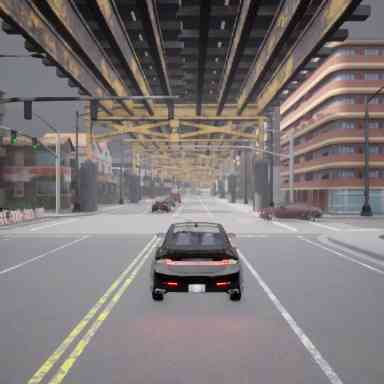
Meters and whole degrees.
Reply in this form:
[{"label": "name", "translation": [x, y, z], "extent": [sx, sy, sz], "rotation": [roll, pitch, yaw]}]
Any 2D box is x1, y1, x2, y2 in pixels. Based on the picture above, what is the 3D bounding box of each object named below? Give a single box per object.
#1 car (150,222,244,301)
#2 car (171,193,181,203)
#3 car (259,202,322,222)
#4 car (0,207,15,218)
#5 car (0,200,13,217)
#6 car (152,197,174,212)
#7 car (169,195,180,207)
[{"label": "car", "translation": [0.105, 1.492, 8.321], "extent": [2.128, 1.511, 4.902], "rotation": [0, 0, 0]}, {"label": "car", "translation": [-3.279, 1.181, 64.984], "extent": [2.150, 2.045, 5.566], "rotation": [0, 0, 1]}, {"label": "car", "translation": [7.544, 1.525, 25.642], "extent": [4.674, 1.442, 1.812], "rotation": [0, 0, 5]}, {"label": "car", "translation": [-16.660, 1.453, 26.019], "extent": [4.974, 1.542, 2.038], "rotation": [0, 0, -20]}, {"label": "car", "translation": [-16.709, 1.295, 26.001], "extent": [4.536, 1.218, 1.853], "rotation": [0, 0, -20]}, {"label": "car", "translation": [-3.457, 1.601, 37.984], "extent": [1.895, 1.301, 4.718], "rotation": [0, 0, 1]}, {"label": "car", "translation": [-3.395, 1.546, 49.553], "extent": [2.033, 1.411, 5.357], "rotation": [0, 0, 0]}]
